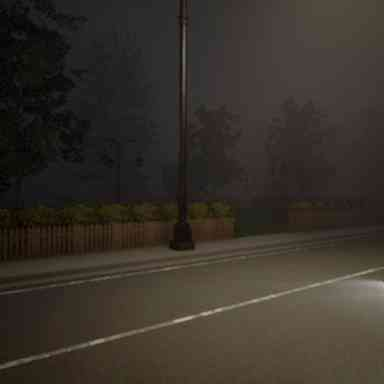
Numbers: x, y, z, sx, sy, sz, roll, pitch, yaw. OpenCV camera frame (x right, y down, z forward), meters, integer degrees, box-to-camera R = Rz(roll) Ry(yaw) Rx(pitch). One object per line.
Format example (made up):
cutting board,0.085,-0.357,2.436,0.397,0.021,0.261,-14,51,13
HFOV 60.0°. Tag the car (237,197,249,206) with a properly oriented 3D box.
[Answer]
car,8.593,1.733,62.344,1.837,1.490,4.892,0,-1,-35

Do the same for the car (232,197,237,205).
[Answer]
car,5.200,1.755,61.076,2.033,1.411,5.357,0,0,-35

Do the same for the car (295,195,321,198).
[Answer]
car,16.457,1.434,45.375,2.150,2.045,5.566,0,0,-36
